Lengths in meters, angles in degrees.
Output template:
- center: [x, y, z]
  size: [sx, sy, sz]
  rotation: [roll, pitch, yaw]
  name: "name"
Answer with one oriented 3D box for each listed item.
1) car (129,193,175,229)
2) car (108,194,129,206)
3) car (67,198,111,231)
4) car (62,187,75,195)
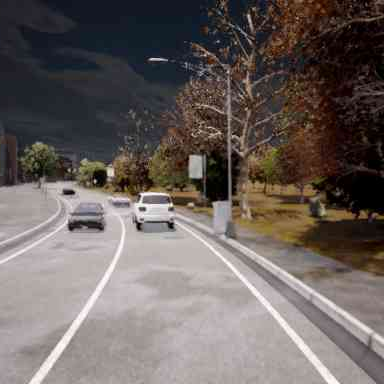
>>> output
- center: [-2.470, 1.041, 20.525]
  size: [2.150, 2.045, 5.566]
  rotation: [1, 1, -13]
  name: "car"
- center: [-8.430, 0.883, 38.327]
  size: [1.895, 1.301, 4.718]
  rotation: [1, 2, -23]
  name: "car"
- center: [-5.943, 1.343, 19.296]
  size: [2.033, 1.411, 5.357]
  rotation: [1, 1, -13]
  name: "car"
- center: [-21.021, -0.124, 56.618]
  size: [1.895, 1.301, 4.718]
  rotation: [1, 2, -25]
  name: "car"
